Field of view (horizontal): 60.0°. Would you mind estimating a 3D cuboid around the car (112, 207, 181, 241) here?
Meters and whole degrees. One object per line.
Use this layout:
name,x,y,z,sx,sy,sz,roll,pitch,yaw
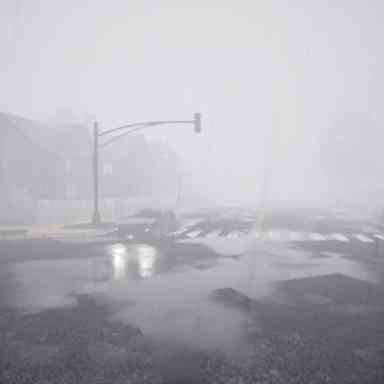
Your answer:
car,-1.969,1.462,16.474,2.033,1.411,5.357,0,0,13
